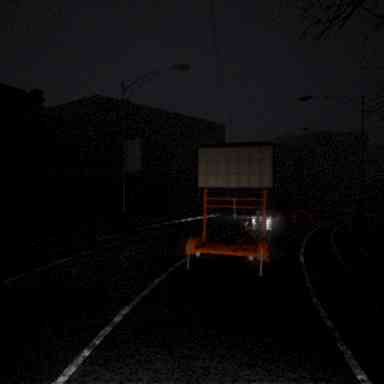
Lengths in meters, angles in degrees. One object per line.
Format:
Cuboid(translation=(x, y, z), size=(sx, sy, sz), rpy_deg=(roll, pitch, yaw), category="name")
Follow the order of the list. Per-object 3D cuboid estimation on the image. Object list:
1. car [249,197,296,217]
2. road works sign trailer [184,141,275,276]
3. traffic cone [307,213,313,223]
Cuboid(translation=(6.676, 1.156, 27.173), size=(2.033, 1.411, 5.357), rpy_deg=(2, 1, 39), category="car")
Cuboid(translation=(1.319, 0.320, 10.099), size=(2.380, 3.560, 2.880), rpy_deg=(1, 1, 21), category="road works sign trailer")
Cuboid(translation=(7.669, 1.682, 21.525), size=(0.340, 0.580, 0.340), rpy_deg=(1, 1, 23), category="traffic cone")
